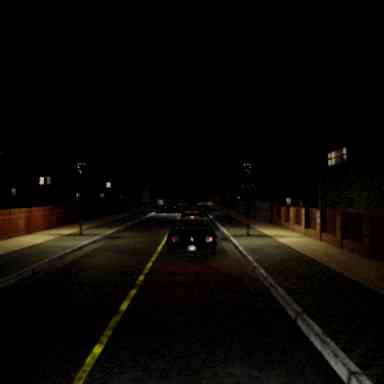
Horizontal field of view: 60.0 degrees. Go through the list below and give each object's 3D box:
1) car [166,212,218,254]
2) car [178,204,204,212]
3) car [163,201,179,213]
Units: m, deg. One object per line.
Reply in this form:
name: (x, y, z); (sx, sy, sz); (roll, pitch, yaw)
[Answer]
car: (0.006, 1.740, 14.127); (1.895, 1.301, 4.718); (0, -1, 0)
car: (0.014, 1.808, 29.311); (1.837, 1.490, 4.892); (0, 0, 0)
car: (-2.741, 1.951, 44.267); (1.882, 1.535, 5.008); (0, -1, 0)
